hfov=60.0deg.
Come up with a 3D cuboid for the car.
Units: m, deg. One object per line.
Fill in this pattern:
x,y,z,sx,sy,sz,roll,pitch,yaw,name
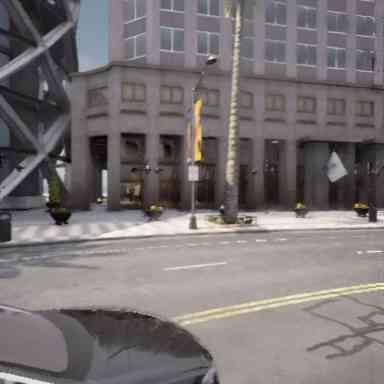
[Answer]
-1.972,1.468,2.043,4.902,1.511,2.128,0,0,-35,car
